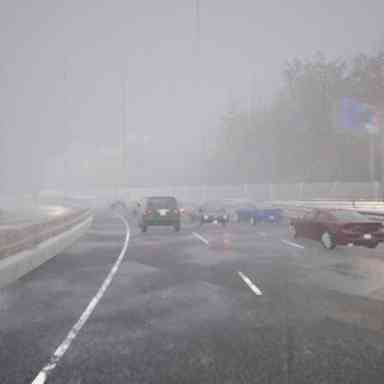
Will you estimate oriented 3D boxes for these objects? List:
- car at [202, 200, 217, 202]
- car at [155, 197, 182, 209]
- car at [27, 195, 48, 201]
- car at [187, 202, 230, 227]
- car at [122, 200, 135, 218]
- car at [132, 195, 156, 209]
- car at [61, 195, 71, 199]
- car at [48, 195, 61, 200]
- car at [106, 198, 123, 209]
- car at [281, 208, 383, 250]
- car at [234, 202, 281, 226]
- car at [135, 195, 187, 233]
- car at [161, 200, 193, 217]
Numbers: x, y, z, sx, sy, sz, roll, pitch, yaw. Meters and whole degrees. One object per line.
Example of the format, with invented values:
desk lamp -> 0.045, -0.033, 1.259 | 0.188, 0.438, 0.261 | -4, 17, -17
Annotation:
car -> 1.693, 1.519, 33.395 | 1.994, 1.385, 4.181 | 0, 0, -19
car -> -3.375, 1.464, 46.455 | 2.128, 1.511, 4.902 | 0, 0, -24
car -> -37.850, 1.500, 80.616 | 5.357, 1.411, 2.033 | 0, 0, 38
car -> 0.995, 1.571, 22.644 | 1.895, 1.301, 4.718 | 0, 0, -12
car -> -4.759, 1.487, 30.531 | 2.128, 1.511, 4.902 | 0, 0, -19
car -> -6.564, 1.344, 45.020 | 2.097, 1.767, 4.553 | 0, 0, -24
car -> -33.317, 1.427, 85.950 | 4.892, 1.490, 1.837 | 0, 0, 38
car -> -35.583, 1.496, 83.283 | 4.181, 1.385, 1.994 | 0, 0, 38
car -> -10.219, 1.522, 44.572 | 1.837, 1.490, 4.892 | 0, 1, -25
car -> 5.855, 1.427, 14.200 | 1.882, 1.535, 5.008 | 0, 0, -8
car -> 4.471, 1.426, 23.088 | 1.882, 1.535, 5.008 | 0, 0, -12
car -> -2.055, 1.213, 20.004 | 2.150, 2.045, 5.566 | 0, 0, -12
car -> -1.571, 1.540, 32.102 | 1.994, 1.385, 4.181 | 0, 0, -19
